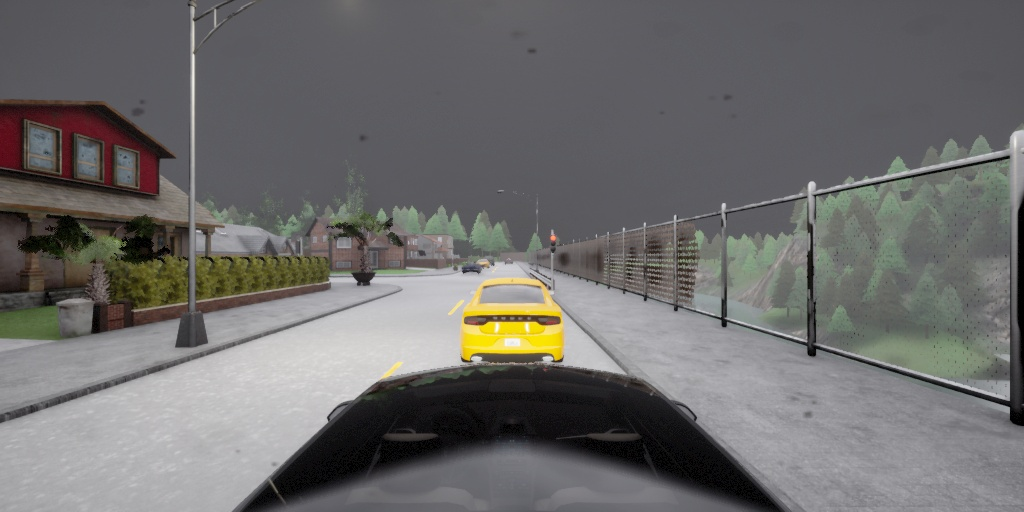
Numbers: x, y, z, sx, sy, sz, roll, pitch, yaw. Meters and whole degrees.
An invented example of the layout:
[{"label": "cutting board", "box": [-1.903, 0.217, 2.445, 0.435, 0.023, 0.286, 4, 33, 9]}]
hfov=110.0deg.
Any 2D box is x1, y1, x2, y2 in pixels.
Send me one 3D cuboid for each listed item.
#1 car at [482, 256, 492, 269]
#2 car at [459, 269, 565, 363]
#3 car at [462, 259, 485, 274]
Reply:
[{"label": "car", "box": [-4.584, 1.227, 56.643, 1.882, 1.535, 5.008, 0, 0, 0]}, {"label": "car", "box": [0.002, 1.228, 8.197, 1.882, 1.535, 5.008, 0, 0, 0]}, {"label": "car", "box": [-4.444, 1.351, 40.168, 1.895, 1.301, 4.718, 0, 0, -1]}]
